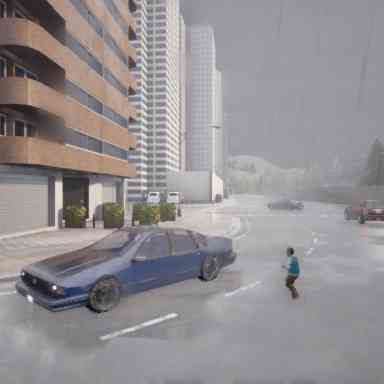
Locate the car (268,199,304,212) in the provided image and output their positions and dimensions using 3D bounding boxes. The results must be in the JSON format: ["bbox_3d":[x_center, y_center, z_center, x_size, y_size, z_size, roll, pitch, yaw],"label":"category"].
[{"bbox_3d":[11.084,1.556,39.419,1.812,1.442,4.674,0,0,-31],"label":"car"}]

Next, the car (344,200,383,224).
[{"bbox_3d":[12.883,1.352,24.538,2.097,1.767,4.553,0,0,9],"label":"car"}]

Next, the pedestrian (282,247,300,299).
[{"bbox_3d":[2.124,1.674,6.943,0.500,1.100,0.500,0,0,41],"label":"pedestrian"}]

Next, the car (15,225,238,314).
[{"bbox_3d":[-1.089,1.547,7.950,2.033,1.411,5.357,0,0,44],"label":"car"}]
